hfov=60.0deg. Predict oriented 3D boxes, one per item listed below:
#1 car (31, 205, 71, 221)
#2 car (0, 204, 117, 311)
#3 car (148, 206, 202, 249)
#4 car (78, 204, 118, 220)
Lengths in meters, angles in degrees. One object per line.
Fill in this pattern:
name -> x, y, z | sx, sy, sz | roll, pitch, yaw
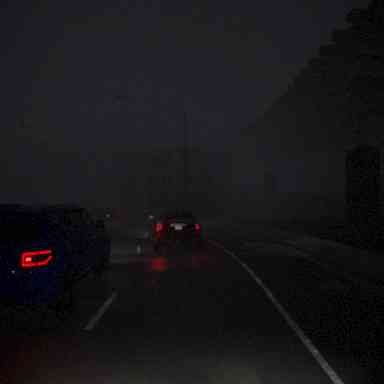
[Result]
car -> -13.557, 1.922, 31.875 | 4.718, 1.301, 1.895 | -1, -1, 45
car -> -3.504, 1.303, 8.017 | 2.150, 2.045, 5.566 | 0, -1, -2
car -> -0.931, 1.512, 15.738 | 2.097, 1.767, 4.553 | 0, 0, -10
car -> -9.221, 1.926, 32.374 | 1.895, 1.301, 4.718 | 1, -1, -41
